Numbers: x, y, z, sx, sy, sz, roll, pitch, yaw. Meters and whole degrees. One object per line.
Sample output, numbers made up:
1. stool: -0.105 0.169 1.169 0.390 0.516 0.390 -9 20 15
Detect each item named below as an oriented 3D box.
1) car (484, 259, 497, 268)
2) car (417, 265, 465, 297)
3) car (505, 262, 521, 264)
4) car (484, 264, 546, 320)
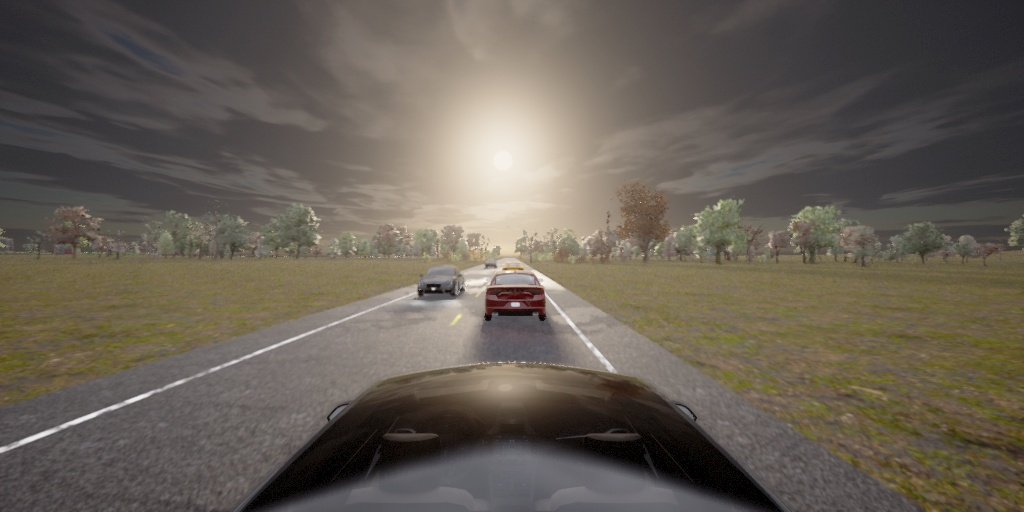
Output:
1. car: -3.543 1.230 60.154 1.882 1.535 5.008 0 0 1
2. car: -3.599 1.256 18.876 1.837 1.490 4.892 0 0 0
3. car: 0.100 1.229 31.073 1.882 1.535 5.008 0 0 0
4. car: 0.100 1.228 12.680 1.882 1.535 5.008 0 0 0
